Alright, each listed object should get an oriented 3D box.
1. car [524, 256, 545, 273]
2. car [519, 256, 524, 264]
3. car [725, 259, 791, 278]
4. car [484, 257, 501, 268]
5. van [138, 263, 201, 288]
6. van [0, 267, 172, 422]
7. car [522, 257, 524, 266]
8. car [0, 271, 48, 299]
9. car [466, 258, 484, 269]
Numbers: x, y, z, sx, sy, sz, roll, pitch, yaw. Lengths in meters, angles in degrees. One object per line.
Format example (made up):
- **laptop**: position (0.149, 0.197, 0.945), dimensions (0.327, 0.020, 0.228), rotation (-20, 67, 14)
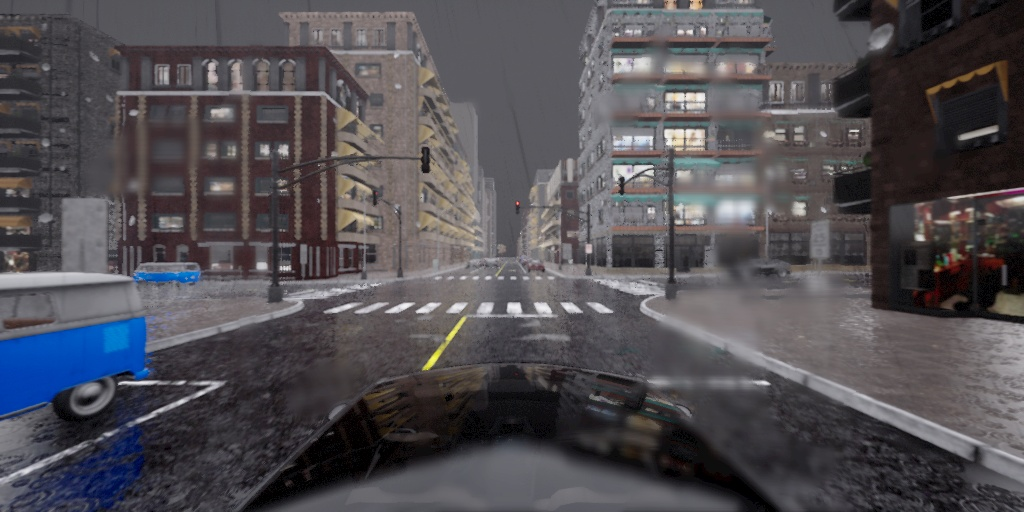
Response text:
- **car**: position (2.692, 1.032, 41.086), dimensions (1.967, 1.591, 4.097), rotation (0, 0, 0)
- **car**: position (2.693, 1.090, 63.223), dimensions (1.802, 1.307, 4.207), rotation (0, 0, 0)
- **car**: position (18.270, 0.909, 26.645), dimensions (4.313, 1.339, 1.948), rotation (0, 0, 0)
- **car**: position (-3.063, 1.068, 54.127), dimensions (1.812, 1.442, 4.674), rotation (0, 0, 0)
- **van**: position (-25.367, 1.398, 26.444), dimensions (3.998, 1.789, 1.690), rotation (0, 0, 0)
- **van**: position (-5.803, 1.085, 3.191), dimensions (1.690, 1.789, 3.998), rotation (0, 0, 0)
- **car**: position (2.692, 1.122, 46.619), dimensions (2.007, 1.370, 4.403), rotation (0, 0, 0)
- **car**: position (-30.191, 1.665, 20.595), dimensions (4.674, 1.442, 1.812), rotation (-1, 0, 0)
- **car**: position (-5.689, 1.101, 52.155), dimensions (2.007, 1.370, 4.403), rotation (0, 0, 0)
